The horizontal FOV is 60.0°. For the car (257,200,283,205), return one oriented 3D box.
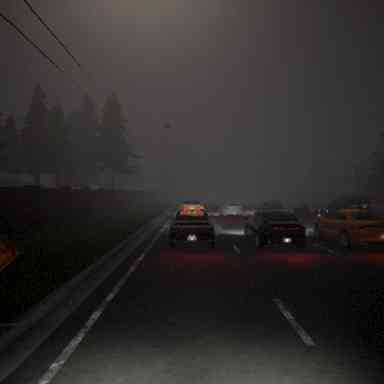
[{"bbox_3d":[7.000,1.496,29.650,2.128,1.511,4.902,0,0,0],"label":"car"}]

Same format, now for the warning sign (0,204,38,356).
[{"bbox_3d":[-3.050,1.115,4.655,1.300,1.860,1.060,0,0,0],"label":"warning sign"}]

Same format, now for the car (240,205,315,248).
[{"bbox_3d":[3.500,1.517,14.650,1.837,1.490,4.892,0,0,0],"label":"car"}]

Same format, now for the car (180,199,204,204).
[{"bbox_3d":[0.000,1.367,29.620,2.097,1.767,4.553,0,0,0],"label":"car"}]

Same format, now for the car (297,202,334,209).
[{"bbox_3d":[10.500,1.617,29.680,1.895,1.301,4.718,0,0,0],"label":"car"}]

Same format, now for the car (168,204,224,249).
[{"bbox_3d":[0.000,1.496,14.650,2.128,1.511,4.902,0,0,0],"label":"car"}]

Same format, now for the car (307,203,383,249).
[{"bbox_3d":[7.000,1.485,14.650,1.882,1.535,5.008,0,0,0],"label":"car"}]

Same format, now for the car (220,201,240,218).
[{"bbox_3d":[3.500,1.534,29.650,1.812,1.442,4.674,0,0,0],"label":"car"}]

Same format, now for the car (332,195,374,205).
[{"bbox_3d":[14.000,1.259,29.680,2.150,2.045,5.566,0,0,0],"label":"car"}]
